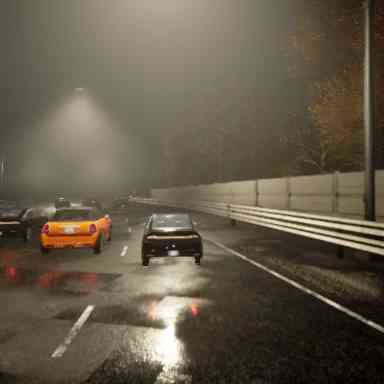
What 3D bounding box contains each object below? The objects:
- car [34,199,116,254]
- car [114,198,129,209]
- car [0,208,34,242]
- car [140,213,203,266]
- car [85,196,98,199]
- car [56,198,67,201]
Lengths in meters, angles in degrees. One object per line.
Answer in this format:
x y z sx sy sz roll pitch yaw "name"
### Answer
-4.570 1.370 13.779 2.097 1.767 4.553 0 0 -7 "car"
-9.826 1.547 45.063 1.837 1.490 4.892 0 0 -24 "car"
-8.465 1.524 16.318 2.128 1.511 4.902 0 0 -9 "car"
-0.778 1.496 11.703 2.128 1.511 4.902 0 0 -6 "car"
-13.671 1.408 45.084 2.097 1.767 4.553 0 0 -24 "car"
-17.995 1.563 46.066 2.128 1.511 4.902 0 0 -26 "car"
